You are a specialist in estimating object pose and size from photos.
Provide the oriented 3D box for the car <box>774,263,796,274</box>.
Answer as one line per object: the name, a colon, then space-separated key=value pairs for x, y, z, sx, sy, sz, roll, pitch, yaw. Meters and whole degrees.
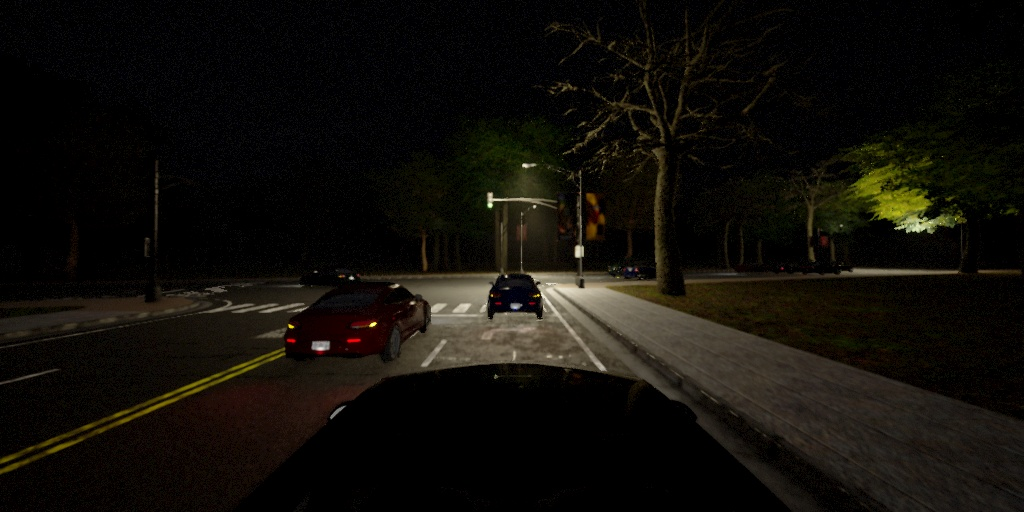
car: x=34.917 y=1.548 z=45.104 sx=5.357 sy=1.411 sz=2.033 roll=0 pitch=-1 yaw=-23

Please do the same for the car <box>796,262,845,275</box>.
car: x=36.266 y=1.449 z=42.145 sx=5.008 sy=1.535 sz=1.882 roll=0 pitch=0 yaw=-23

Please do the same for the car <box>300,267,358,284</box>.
car: x=-12.733 y=1.478 z=25.124 sx=4.181 sy=1.385 sz=1.994 roll=0 pitch=-1 yaw=23

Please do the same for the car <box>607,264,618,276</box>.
car: x=13.221 y=1.205 z=39.716 sx=5.566 sy=2.045 sz=2.150 roll=0 pitch=0 yaw=-22

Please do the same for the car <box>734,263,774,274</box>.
car: x=31.680 y=1.627 z=47.335 sx=4.718 sy=1.301 sz=1.895 roll=0 pitch=-1 yaw=-22

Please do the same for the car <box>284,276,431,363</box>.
car: x=-3.163 y=1.319 z=8.188 sx=1.812 sy=1.442 sz=4.674 roll=0 pitch=0 yaw=-1

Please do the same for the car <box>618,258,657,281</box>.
car: x=12.301 y=1.270 z=32.169 sx=4.553 sy=1.767 sz=2.097 roll=0 pitch=-1 yaw=-22

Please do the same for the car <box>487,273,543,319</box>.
car: x=0.109 y=1.352 z=13.142 sx=1.812 sy=1.442 sz=4.674 roll=0 pitch=0 yaw=0
